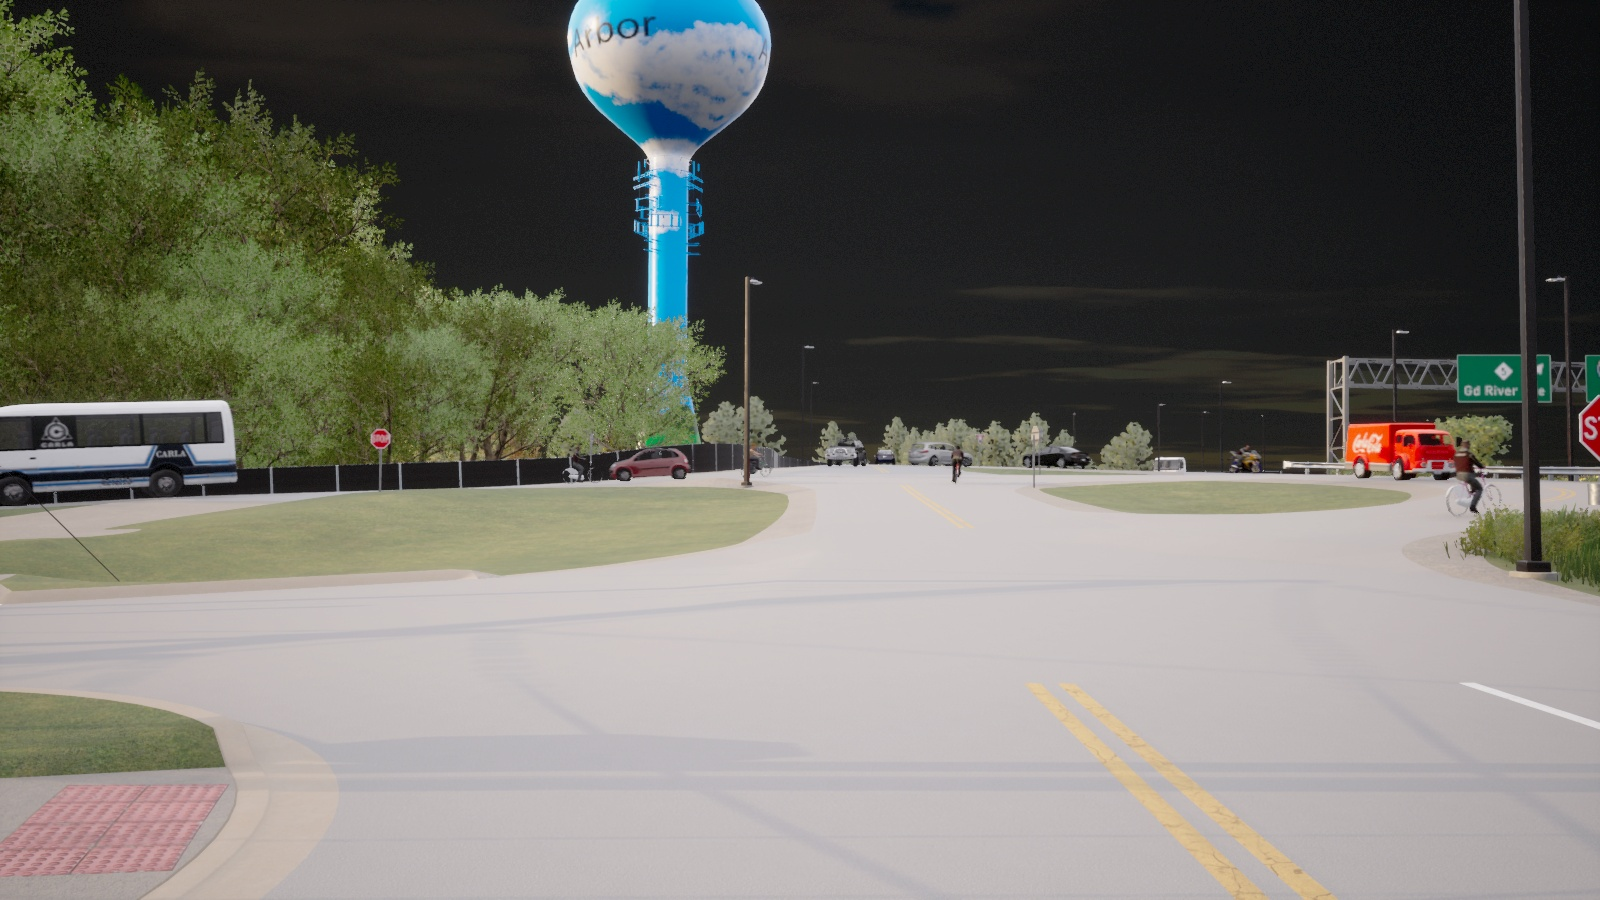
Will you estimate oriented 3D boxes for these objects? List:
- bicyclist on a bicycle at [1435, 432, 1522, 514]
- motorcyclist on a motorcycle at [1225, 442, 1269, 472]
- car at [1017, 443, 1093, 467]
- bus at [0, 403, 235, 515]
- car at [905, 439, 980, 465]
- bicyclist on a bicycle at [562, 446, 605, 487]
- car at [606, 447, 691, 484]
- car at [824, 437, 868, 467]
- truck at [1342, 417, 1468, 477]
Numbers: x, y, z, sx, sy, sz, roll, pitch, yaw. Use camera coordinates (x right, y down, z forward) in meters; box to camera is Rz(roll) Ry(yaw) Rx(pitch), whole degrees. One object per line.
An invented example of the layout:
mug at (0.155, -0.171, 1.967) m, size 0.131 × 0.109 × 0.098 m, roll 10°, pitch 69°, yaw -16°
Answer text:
bicyclist on a bicycle at (15.567, 0.518, 28.812) m, size 1.843 × 1.776 × 0.659 m, roll -2°, pitch -3°, yaw -24°
motorcyclist on a motorcycle at (23.164, 0.339, 65.103) m, size 0.866 × 1.530 × 2.191 m, roll 0°, pitch 0°, yaw -26°
car at (16.635, 0.335, 82.193) m, size 1.882 × 1.535 × 5.008 m, roll 1°, pitch 0°, yaw -34°
bus at (-30.309, 0.354, 53.872) m, size 10.273 × 4.253 × 3.944 m, roll -3°, pitch 0°, yaw -35°
car at (9.659, 0.164, 85.174) m, size 4.611 × 1.667 × 2.242 m, roll 1°, pitch -1°, yaw -31°
bicyclist on a bicycle at (-9.930, 0.757, 57.703) m, size 1.843 × 1.776 × 0.659 m, roll -3°, pitch -1°, yaw -12°
car at (-7.435, 0.767, 61.702) m, size 3.988 × 1.617 × 1.851 m, roll -3°, pitch -2°, yaw -7°
car at (2.947, 0.106, 79.338) m, size 1.932 × 1.855 × 4.605 m, roll -1°, pitch 0°, yaw 12°
truck at (25.981, -0.140, 54.173) m, size 2.627 × 2.467 × 5.204 m, roll 0°, pitch 1°, yaw -5°
